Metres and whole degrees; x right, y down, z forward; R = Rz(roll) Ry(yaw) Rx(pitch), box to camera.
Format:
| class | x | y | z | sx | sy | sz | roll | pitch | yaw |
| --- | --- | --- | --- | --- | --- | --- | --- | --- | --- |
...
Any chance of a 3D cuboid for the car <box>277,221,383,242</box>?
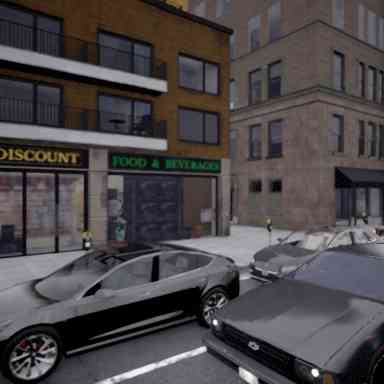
| class | x | y | z | sx | sy | sz | roll | pitch | yaw |
| --- | --- | --- | --- | --- | --- | --- | --- | --- | --- |
| car | 3.390 | 1.546 | 8.559 | 4.403 | 1.369 | 2.008 | 0 | 0 | -35 |

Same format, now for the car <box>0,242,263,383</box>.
| class | x | y | z | sx | sy | sz | roll | pitch | yaw |
| --- | --- | --- | --- | --- | --- | --- | --- | --- | --- |
| car | -1.122 | 1.565 | 5.381 | 4.313 | 1.339 | 1.947 | 0 | 0 | -35 |

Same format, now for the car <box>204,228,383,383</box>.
| class | x | y | z | sx | sy | sz | roll | pitch | yaw |
| --- | --- | --- | --- | --- | --- | --- | --- | --- | --- |
| car | 2.765 | 1.544 | 5.014 | 5.357 | 1.411 | 2.033 | 0 | 0 | -35 |
